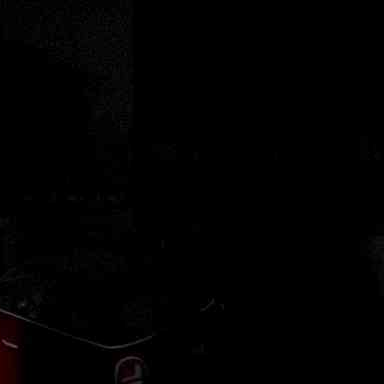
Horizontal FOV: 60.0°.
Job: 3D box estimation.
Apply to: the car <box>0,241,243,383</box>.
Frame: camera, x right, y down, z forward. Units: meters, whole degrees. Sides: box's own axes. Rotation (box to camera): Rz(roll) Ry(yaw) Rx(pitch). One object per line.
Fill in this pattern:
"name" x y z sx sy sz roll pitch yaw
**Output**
"car" -1.555 1.440 4.053 4.097 1.590 1.967 0 0 35
